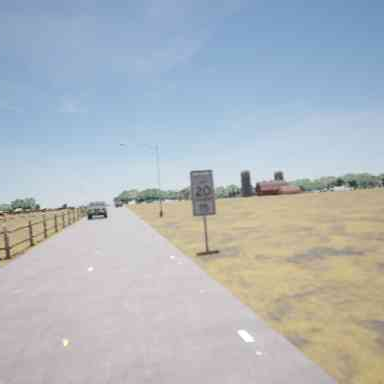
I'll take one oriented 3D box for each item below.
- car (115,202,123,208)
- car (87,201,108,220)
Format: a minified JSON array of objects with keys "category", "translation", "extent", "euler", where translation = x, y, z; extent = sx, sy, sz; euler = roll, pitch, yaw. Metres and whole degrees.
[{"category":"car","translation":[-19.215,3.304,87.533],"extent":[2.128,1.511,4.902],"euler":[-4,-1,-13]},{"category":"car","translation":[-11.470,2.135,40.546],"extent":[2.150,2.045,5.566],"euler":[-4,0,-13]}]
